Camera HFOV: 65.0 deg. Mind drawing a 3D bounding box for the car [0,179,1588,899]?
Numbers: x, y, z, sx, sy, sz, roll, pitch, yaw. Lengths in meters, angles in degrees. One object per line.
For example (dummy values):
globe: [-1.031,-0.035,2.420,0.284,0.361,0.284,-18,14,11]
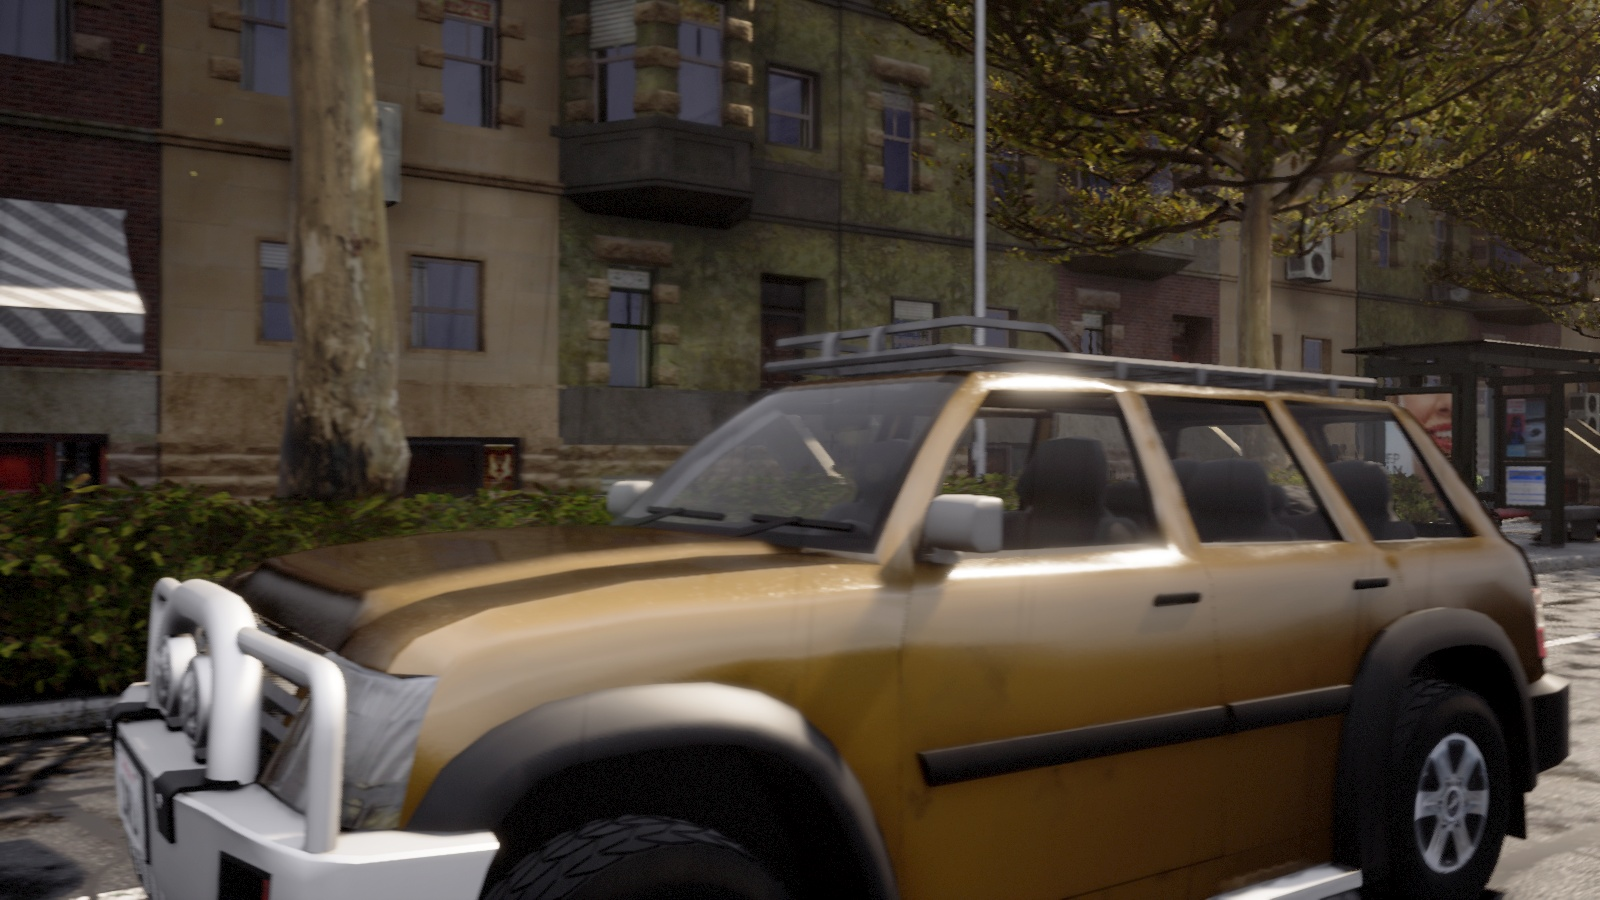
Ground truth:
car: [0.311,0.573,3.875,4.605,1.855,1.932,1,-1,-35]
